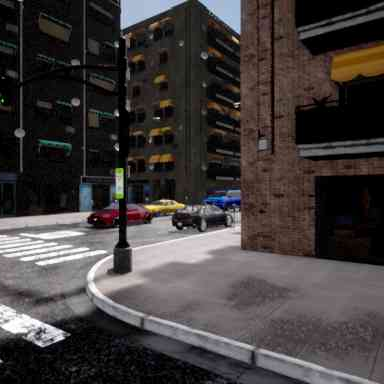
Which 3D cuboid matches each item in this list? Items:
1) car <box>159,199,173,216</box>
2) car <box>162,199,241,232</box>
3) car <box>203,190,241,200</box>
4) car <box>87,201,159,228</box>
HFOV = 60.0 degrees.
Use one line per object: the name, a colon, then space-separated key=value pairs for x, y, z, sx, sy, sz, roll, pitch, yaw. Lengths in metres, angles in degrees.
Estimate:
car: x=-2.455 y=1.251 z=27.348 sx=1.752 sy=1.417 sz=4.829 roll=1 pitch=1 yaw=36
car: x=0.680 y=1.332 z=18.282 sx=2.008 sy=1.369 sz=4.403 roll=1 pitch=1 yaw=36
car: x=3.001 y=0.870 z=30.655 sx=2.150 sy=2.045 sz=5.566 roll=0 pitch=1 yaw=36
car: x=-4.346 y=1.368 z=20.600 sx=1.994 sy=1.385 sz=4.181 roll=0 pitch=1 yaw=36
